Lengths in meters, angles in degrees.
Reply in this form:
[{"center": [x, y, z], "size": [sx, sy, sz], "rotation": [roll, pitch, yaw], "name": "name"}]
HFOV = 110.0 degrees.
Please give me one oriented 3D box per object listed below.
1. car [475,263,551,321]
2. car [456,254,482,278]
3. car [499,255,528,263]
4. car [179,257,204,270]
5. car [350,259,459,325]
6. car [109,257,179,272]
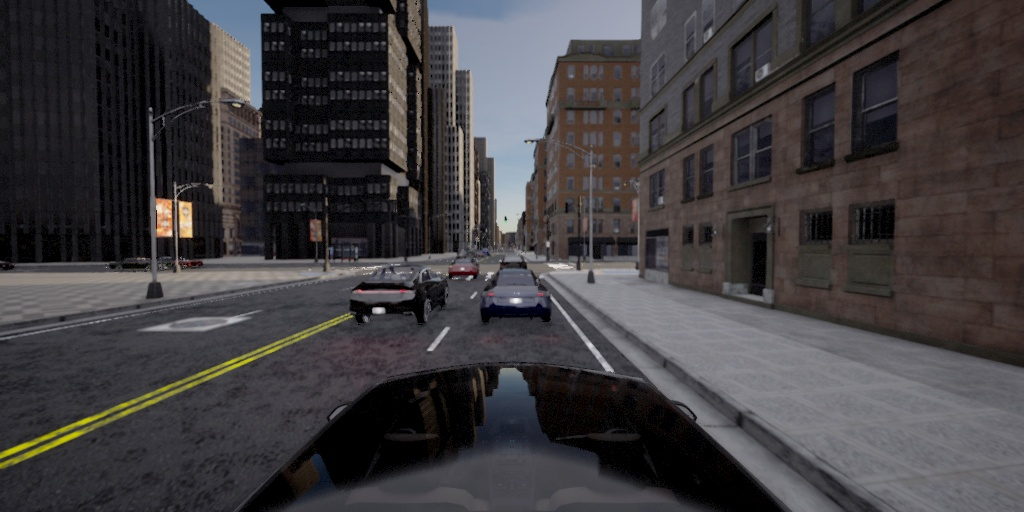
[{"center": [0.101, 1.086, 11.324], "size": [1.994, 1.385, 4.181], "rotation": [0, 1, 0], "name": "car"}, {"center": [-3.338, 0.756, 25.286], "size": [1.994, 1.385, 4.181], "rotation": [0, 1, -3], "name": "car"}, {"center": [0.098, 0.658, 25.758], "size": [1.882, 1.535, 5.008], "rotation": [0, 1, 0], "name": "car"}, {"center": [-35.447, 0.746, 37.799], "size": [4.718, 1.301, 1.895], "rotation": [0, 1, 0], "name": "car"}, {"center": [-3.151, 1.023, 10.905], "size": [2.128, 1.511, 4.902], "rotation": [0, 1, 0], "name": "car"}, {"center": [-35.552, 0.829, 34.548], "size": [4.718, 1.301, 1.895], "rotation": [0, 1, 0], "name": "car"}]
